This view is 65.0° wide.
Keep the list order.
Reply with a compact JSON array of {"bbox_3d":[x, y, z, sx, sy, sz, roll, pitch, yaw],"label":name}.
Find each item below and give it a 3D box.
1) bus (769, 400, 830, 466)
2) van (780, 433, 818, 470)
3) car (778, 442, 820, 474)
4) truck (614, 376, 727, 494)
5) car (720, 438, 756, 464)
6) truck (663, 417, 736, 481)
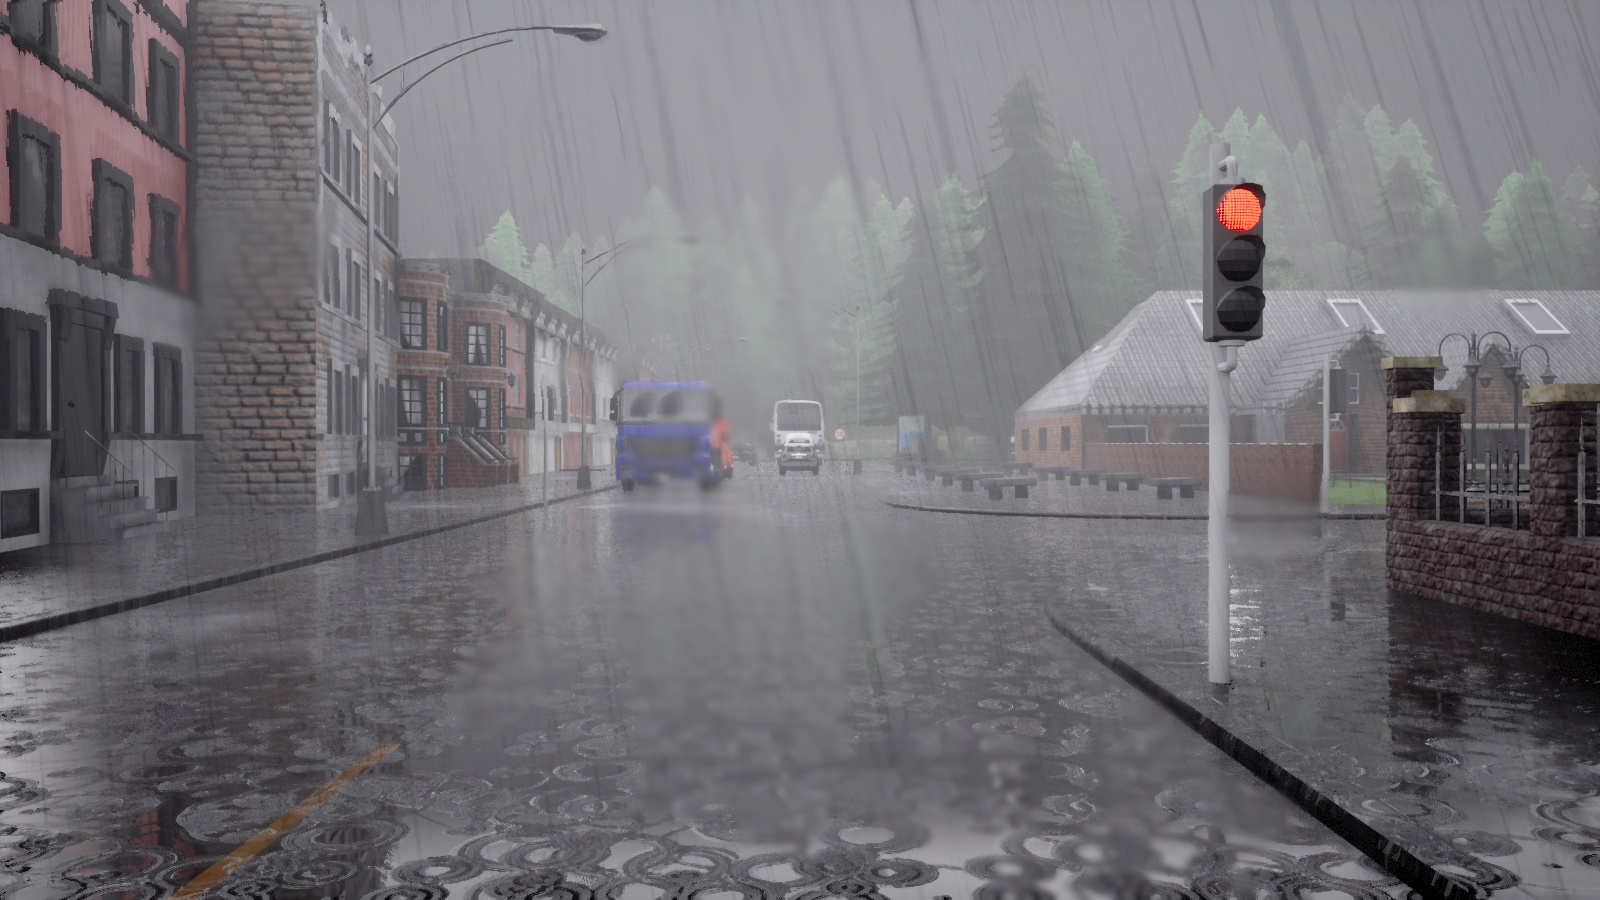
[{"bbox_3d":[-0.023,-1.120,86.753,3.944,4.253,10.273,0,0,0],"label":"bus"},{"bbox_3d":[-0.039,0.066,71.549,2.069,2.038,4.480,0,0,0],"label":"van"},{"bbox_3d":[-0.048,0.371,60.354,1.970,1.475,3.806,0,0,0],"label":"car"},{"bbox_3d":[-4.047,-0.470,41.022,2.891,3.462,7.936,0,0,0],"label":"truck"},{"bbox_3d":[-4.040,0.056,82.473,2.152,1.651,5.027,0,0,0],"label":"car"},{"bbox_3d":[-4.061,-0.028,51.560,2.627,2.467,5.204,0,0,0],"label":"truck"}]
